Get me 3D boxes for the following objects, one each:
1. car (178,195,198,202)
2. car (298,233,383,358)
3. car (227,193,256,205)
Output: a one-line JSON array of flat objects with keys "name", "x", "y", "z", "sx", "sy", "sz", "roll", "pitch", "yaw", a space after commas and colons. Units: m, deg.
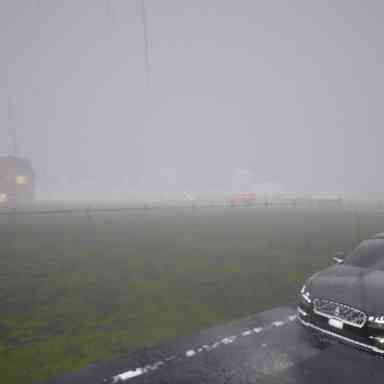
[{"name": "car", "x": -0.930, "y": 1.301, "z": 69.942, "sx": 1.882, "sy": 1.535, "sz": 5.008, "roll": 1, "pitch": -1, "yaw": -41}, {"name": "car", "x": 3.896, "y": 1.501, "z": 5.849, "sx": 4.892, "sy": 1.490, "sz": 1.837, "roll": 0, "pitch": 0, "yaw": -35}, {"name": "car", "x": 8.736, "y": 1.167, "z": 58.522, "sx": 2.150, "sy": 2.045, "sz": 5.566, "roll": 1, "pitch": 0, "yaw": -39}]
